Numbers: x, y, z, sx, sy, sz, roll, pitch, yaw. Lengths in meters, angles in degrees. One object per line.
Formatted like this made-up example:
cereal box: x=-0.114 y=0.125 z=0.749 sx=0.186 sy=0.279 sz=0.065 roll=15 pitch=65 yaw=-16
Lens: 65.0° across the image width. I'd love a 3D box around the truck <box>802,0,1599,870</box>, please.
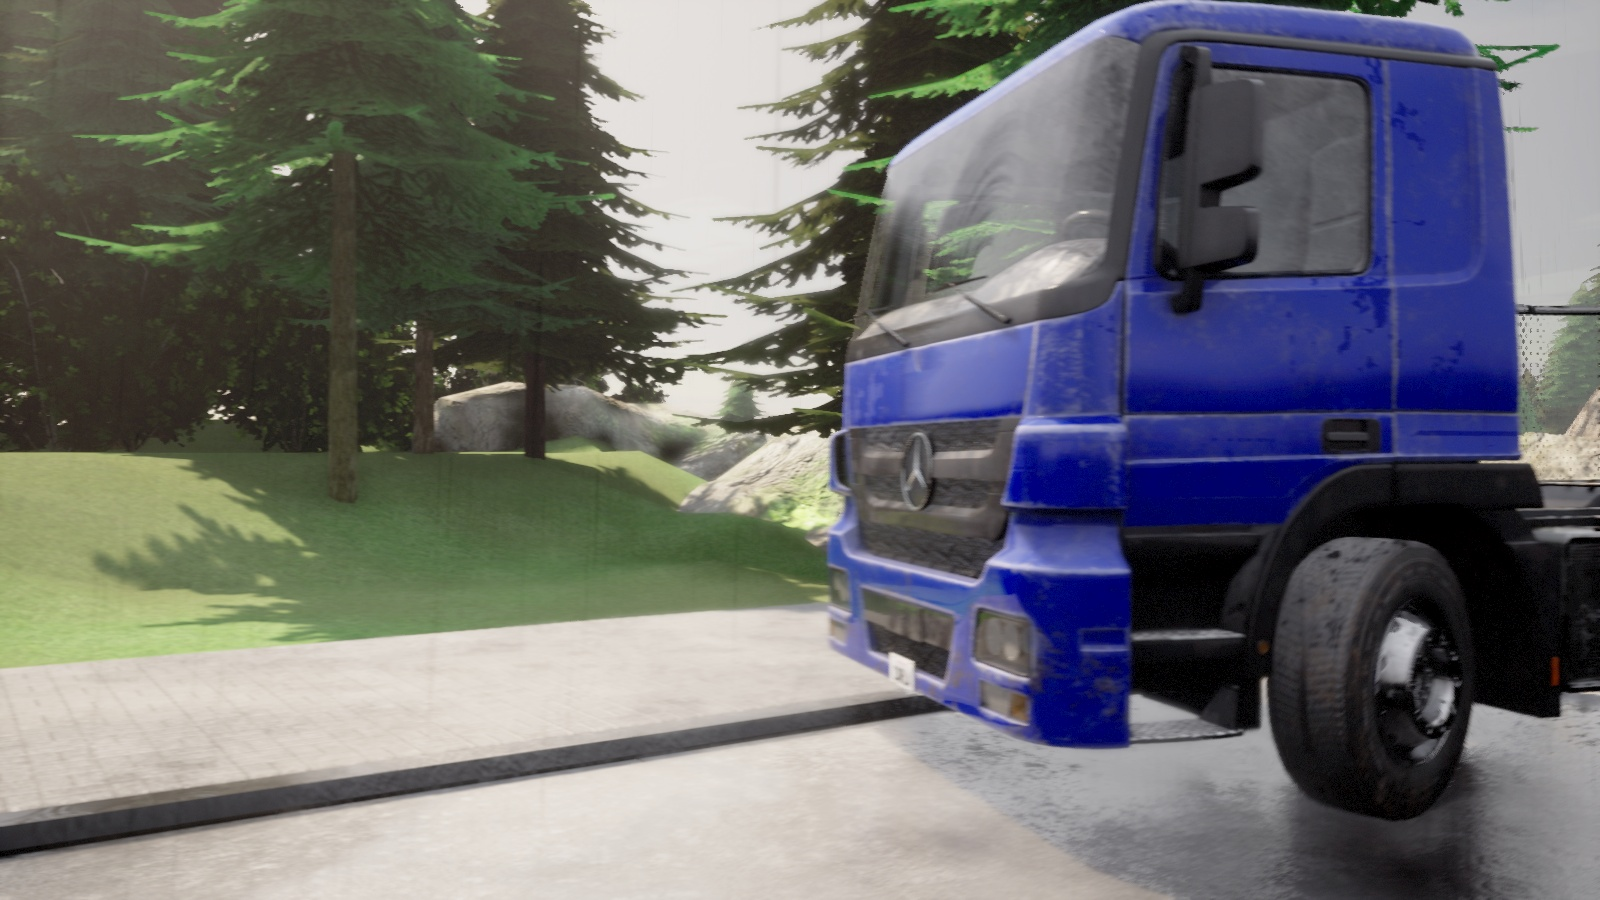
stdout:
truck: x=4.233 y=-0.228 z=7.005 sx=7.936 sy=3.462 sz=2.891 roll=0 pitch=0 yaw=-17
